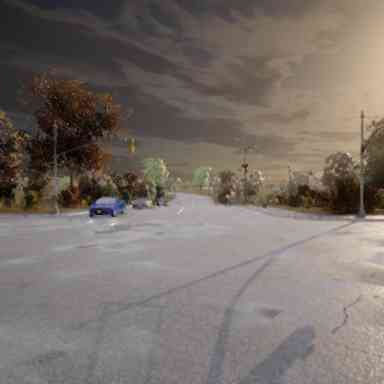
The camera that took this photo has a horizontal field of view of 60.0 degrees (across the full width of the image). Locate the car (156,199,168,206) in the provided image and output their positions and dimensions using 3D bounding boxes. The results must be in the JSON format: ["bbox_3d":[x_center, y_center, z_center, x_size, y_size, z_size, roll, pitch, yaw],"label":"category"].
[{"bbox_3d":[-5.874,2.083,65.301,2.128,1.511,4.902,0,-2,1],"label":"car"}]

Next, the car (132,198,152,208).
[{"bbox_3d":[-6.259,1.369,41.743,1.895,1.301,4.718,0,-1,1],"label":"car"}]

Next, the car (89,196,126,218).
[{"bbox_3d":[-6.519,1.107,26.022,1.882,1.535,5.008,0,0,1],"label":"car"}]
